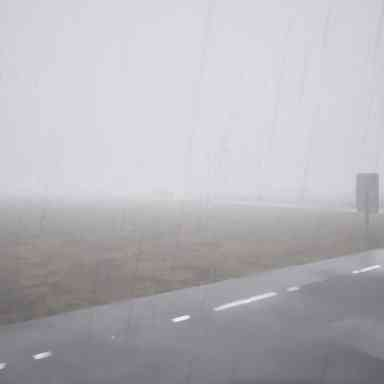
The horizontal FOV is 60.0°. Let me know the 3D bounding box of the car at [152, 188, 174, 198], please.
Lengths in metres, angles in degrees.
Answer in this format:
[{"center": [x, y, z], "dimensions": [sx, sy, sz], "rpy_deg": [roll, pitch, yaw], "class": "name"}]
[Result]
[{"center": [-5.737, 0.252, 65.409], "dimensions": [2.150, 2.045, 5.566], "rpy_deg": [-2, 2, -35], "class": "car"}]
